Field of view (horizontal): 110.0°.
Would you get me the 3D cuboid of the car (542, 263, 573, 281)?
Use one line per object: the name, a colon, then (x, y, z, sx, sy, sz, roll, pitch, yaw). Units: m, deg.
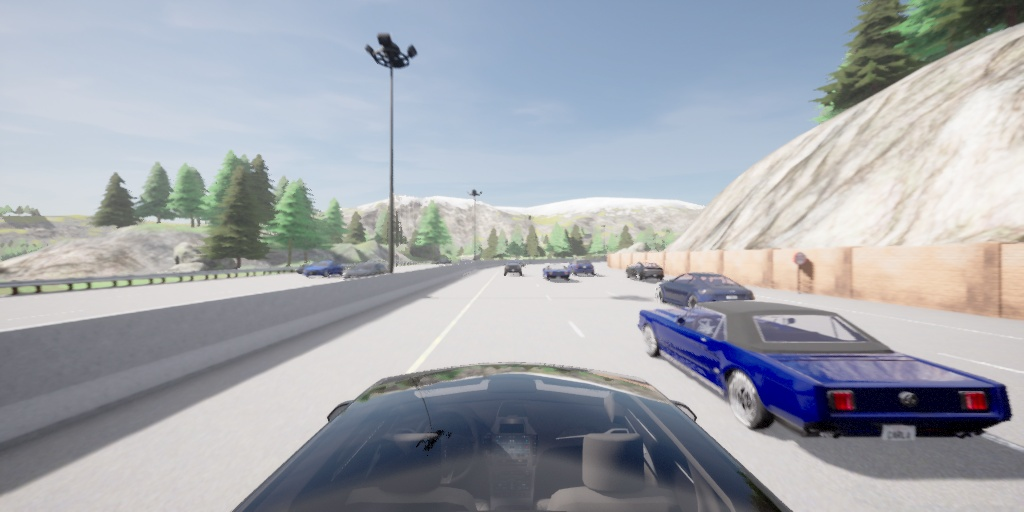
car: (3.607, 1.351, 30.060, 1.895, 1.301, 4.718, 0, 0, 0)

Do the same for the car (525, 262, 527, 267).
car: (1.300, 1.315, 62.984, 1.994, 1.385, 4.181, 0, 0, 12)

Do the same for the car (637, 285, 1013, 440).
car: (3.591, 1.351, 5.541, 1.895, 1.301, 4.718, 0, 0, 0)

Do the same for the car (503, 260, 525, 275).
car: (0.106, 1.276, 38.198, 1.812, 1.442, 4.674, 0, 0, 0)

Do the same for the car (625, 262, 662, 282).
car: (10.606, 1.241, 29.009, 2.128, 1.511, 4.902, 0, 0, 0)

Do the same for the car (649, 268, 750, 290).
car: (7.101, 1.313, 13.583, 1.994, 1.385, 4.181, 0, 0, 0)

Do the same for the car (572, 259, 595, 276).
car: (7.105, 1.102, 37.217, 2.097, 1.767, 4.553, 0, 0, 0)

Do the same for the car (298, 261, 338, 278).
car: (-17.577, 1.230, 33.856, 1.882, 1.535, 5.008, 0, 0, 0)

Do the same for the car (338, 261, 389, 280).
car: (-10.583, 1.256, 26.457, 1.837, 1.490, 4.892, 0, 0, 0)
